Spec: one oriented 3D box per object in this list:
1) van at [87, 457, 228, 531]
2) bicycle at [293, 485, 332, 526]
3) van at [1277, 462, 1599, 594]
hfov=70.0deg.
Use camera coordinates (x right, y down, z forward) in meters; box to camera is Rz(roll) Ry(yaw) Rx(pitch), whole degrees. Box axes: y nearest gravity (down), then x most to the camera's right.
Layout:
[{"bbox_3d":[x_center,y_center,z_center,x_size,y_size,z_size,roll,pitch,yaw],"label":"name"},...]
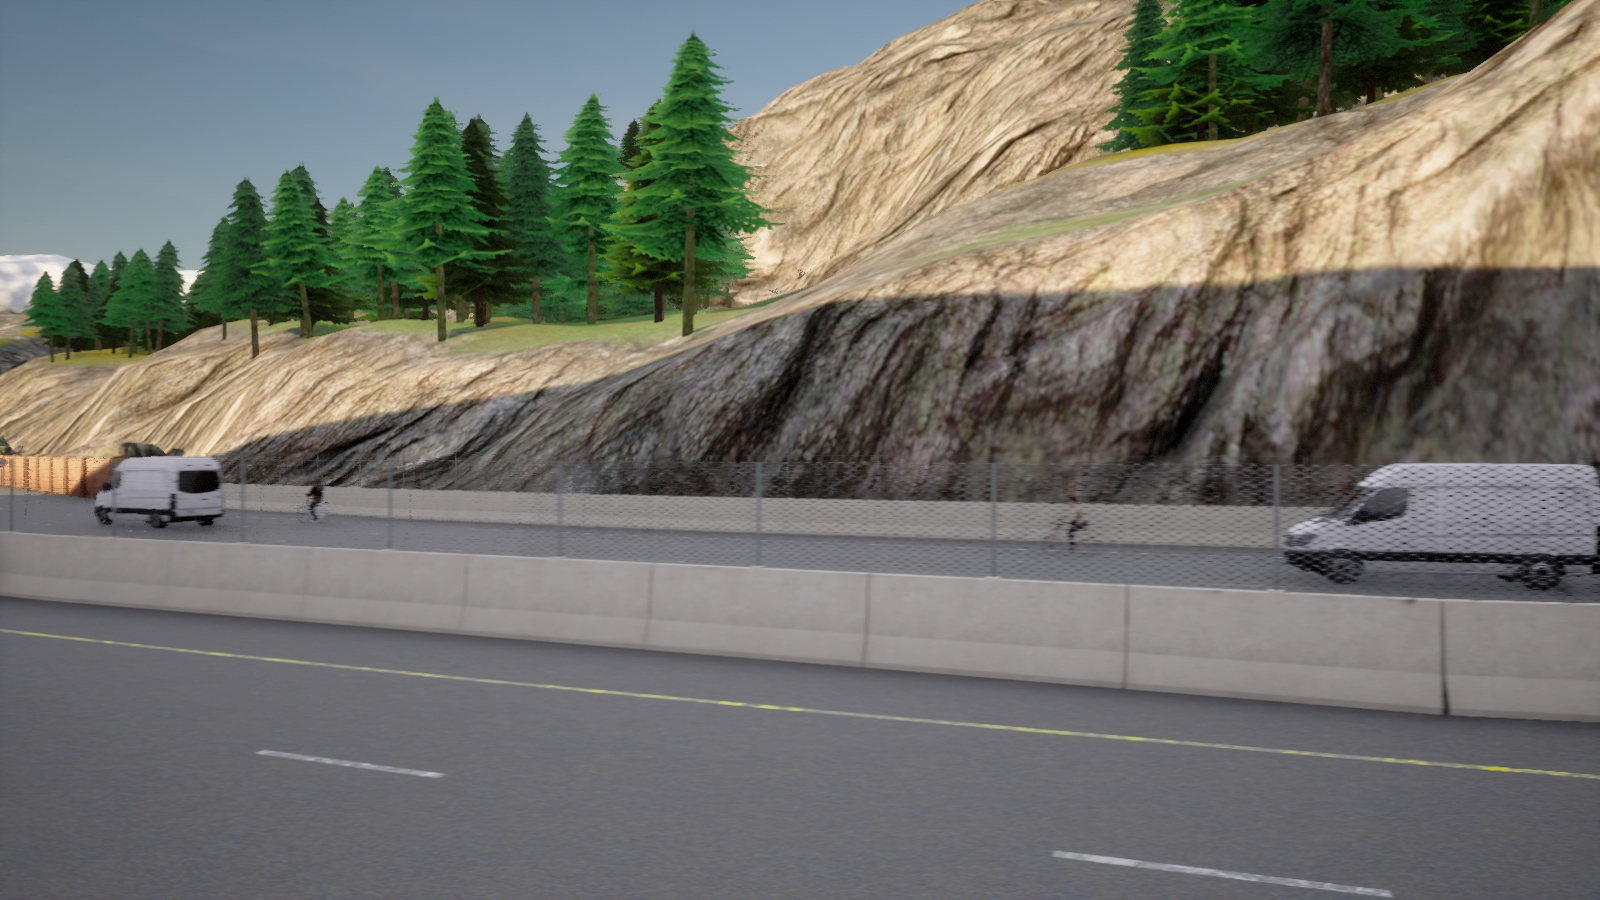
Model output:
[{"bbox_3d":[-23.850,1.555,42.332,5.915,2.561,1.988,0,0,33],"label":"van"},{"bbox_3d":[-18.491,2.076,43.327,1.835,1.489,0.329,0,0,31],"label":"bicycle"},{"bbox_3d":[13.506,1.567,24.374,5.915,2.561,1.988,0,0,15],"label":"van"}]
